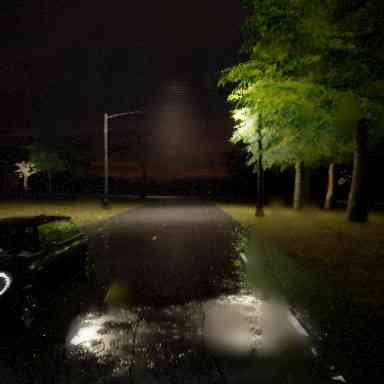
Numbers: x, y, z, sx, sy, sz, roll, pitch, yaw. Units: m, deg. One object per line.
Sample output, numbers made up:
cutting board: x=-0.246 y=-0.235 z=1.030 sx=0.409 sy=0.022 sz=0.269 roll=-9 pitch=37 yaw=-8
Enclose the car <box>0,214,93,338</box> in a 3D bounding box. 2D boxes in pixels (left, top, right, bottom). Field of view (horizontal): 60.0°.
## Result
car: x=-3.600 y=1.330 z=6.667 sx=2.097 sy=1.767 sz=4.553 roll=0 pitch=0 yaw=0
